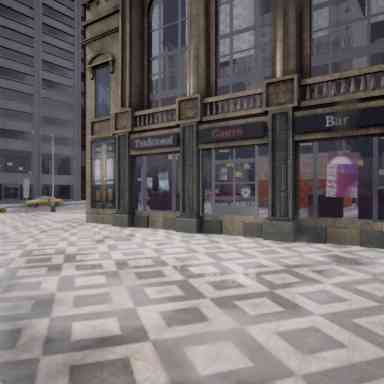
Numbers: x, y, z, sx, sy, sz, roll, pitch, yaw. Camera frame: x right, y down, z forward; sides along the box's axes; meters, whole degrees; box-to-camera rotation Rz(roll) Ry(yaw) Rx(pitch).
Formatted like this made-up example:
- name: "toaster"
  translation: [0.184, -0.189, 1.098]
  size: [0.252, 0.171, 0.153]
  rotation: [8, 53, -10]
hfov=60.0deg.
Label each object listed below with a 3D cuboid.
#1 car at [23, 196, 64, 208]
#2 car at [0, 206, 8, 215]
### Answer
- name: "car"
  translation: [-18.529, 1.146, 41.593]
  size: [1.752, 1.417, 4.829]
  rotation: [1, 2, 36]
- name: "car"
  translation: [-18.052, 1.343, 27.692]
  size: [1.752, 1.417, 4.829]
  rotation: [1, 2, 36]
